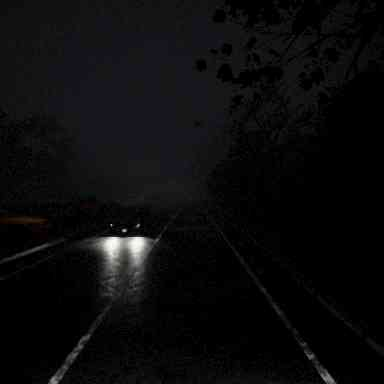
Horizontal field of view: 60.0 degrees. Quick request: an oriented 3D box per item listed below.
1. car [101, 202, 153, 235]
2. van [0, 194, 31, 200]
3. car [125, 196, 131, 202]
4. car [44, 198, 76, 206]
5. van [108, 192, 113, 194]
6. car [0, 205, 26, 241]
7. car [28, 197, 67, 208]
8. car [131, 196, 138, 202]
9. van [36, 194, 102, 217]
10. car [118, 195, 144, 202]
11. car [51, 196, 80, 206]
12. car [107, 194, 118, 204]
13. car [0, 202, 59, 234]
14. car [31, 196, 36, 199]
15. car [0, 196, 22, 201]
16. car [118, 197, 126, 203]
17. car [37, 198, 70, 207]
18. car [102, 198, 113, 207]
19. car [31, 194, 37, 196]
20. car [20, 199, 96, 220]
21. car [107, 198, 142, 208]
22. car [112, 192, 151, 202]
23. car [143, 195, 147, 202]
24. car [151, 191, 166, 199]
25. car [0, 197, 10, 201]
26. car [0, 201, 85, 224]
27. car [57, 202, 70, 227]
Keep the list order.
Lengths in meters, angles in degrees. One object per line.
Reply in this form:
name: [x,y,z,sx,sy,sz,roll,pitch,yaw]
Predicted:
car: [-3.352,1.545,19.180,2.033,1.411,5.357,0,0,0]
van: [-23.424,1.336,42.054,4.442,1.987,1.878,0,0,0]
car: [-10.418,1.540,39.336,5.366,1.575,1.946,0,0,0]
car: [-23.250,1.756,58.794,4.792,1.488,2.163,0,-1,0]
van: [-23.361,1.039,91.307,4.442,1.987,1.878,1,0,0]
car: [-10.281,1.492,14.358,4.892,1.521,2.231,0,0,0]
car: [-23.103,1.668,53.254,5.366,1.575,1.946,0,-1,0]
car: [-10.043,1.560,41.988,5.366,1.575,1.946,0,-1,0]
van: [-10.368,1.282,28.239,4.442,1.987,1.878,0,0,0]
car: [-10.033,1.614,47.661,5.366,1.575,1.946,0,-1,0]
car: [-23.306,1.627,61.441,4.553,1.767,2.185,0,-1,0]
car: [-10.273,1.392,33.789,4.553,1.767,2.185,0,0,0]
car: [-10.085,1.491,17.133,5.366,1.575,1.946,0,0,0]
car: [-23.274,1.618,44.945,4.792,1.488,2.163,0,-1,0]
car: [-23.341,1.570,39.280,4.792,1.488,2.163,0,0,0]
car: [-10.231,1.528,36.568,4.892,1.521,2.231,0,0,0]
car: [-23.281,1.739,56.024,4.674,1.452,2.002,0,-1,0]
car: [-10.276,1.541,31.015,4.792,1.488,2.163,0,0,0]
car: [-23.327,1.365,47.717,5.566,2.045,2.435,0,-1,0]
car: [-10.227,1.534,25.462,4.792,1.488,2.163,0,0,0]
car: [-10.220,1.646,50.437,4.892,1.521,2.231,0,-1,0]
car: [-10.233,1.448,55.992,5.566,2.045,2.435,0,-1,0]
car: [-10.394,1.669,53.213,5.366,1.575,1.946,0,-1,0]
car: [-10.378,1.295,91.357,4.792,1.488,2.163,0,0,0]
car: [-23.346,1.555,36.641,4.792,1.488,2.163,0,0,0]
car: [-10.231,1.531,22.686,4.792,1.488,2.163,0,0,0]
car: [-10.236,1.527,19.910,4.792,1.488,2.163,0,0,0]
